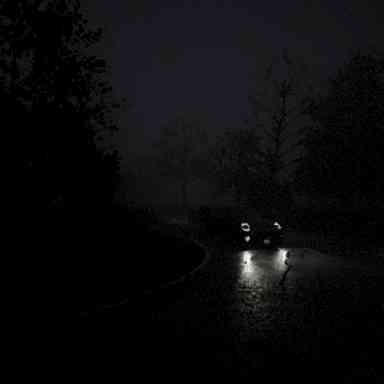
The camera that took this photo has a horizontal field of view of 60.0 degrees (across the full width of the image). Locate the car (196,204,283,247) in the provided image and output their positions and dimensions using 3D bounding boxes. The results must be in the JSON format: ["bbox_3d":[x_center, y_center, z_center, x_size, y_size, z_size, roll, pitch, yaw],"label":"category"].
[{"bbox_3d":[2.168,1.415,15.440,2.097,1.767,4.553,1,0,-23],"label":"car"}]

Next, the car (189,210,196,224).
[{"bbox_3d":[1.569,1.595,23.760,1.882,1.535,5.008,1,-1,-31],"label":"car"}]
